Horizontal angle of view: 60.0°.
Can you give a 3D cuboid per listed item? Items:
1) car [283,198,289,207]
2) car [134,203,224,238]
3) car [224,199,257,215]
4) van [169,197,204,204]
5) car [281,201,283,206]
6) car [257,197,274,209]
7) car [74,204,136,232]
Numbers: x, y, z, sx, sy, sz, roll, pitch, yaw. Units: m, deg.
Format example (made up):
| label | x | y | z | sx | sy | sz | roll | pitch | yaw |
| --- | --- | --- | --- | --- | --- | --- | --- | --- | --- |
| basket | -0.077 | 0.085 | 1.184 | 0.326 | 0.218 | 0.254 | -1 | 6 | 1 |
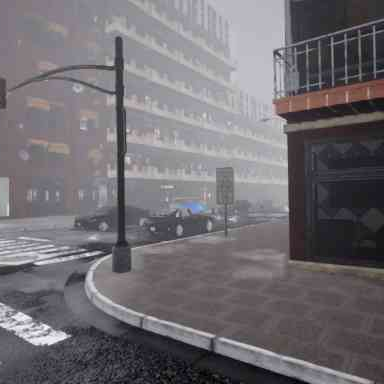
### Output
| label | x | y | z | sx | sy | sz | roll | pitch | yaw |
| --- | --- | --- | --- | --- | --- | --- | --- | --- | --- |
| car | 15.679 | 1.134 | 48.577 | 2.150 | 2.045 | 5.566 | -1 | -1 | 36 |
| car | -0.507 | 1.435 | 16.803 | 2.008 | 1.369 | 4.403 | -1 | -1 | 36 |
| car | 4.298 | 1.469 | 32.817 | 1.837 | 1.490 | 4.892 | -1 | -1 | 36 |
| van | -0.438 | 1.365 | 30.449 | 1.690 | 1.788 | 3.998 | -1 | -1 | 36 |
| car | 15.672 | 1.496 | 52.962 | 1.752 | 1.417 | 4.829 | -1 | -1 | 36 |
| car | 9.288 | 1.431 | 44.040 | 1.967 | 1.590 | 4.097 | -1 | -1 | 36 |
| car | -4.736 | 1.475 | 20.198 | 1.882 | 1.535 | 5.008 | -1 | 0 | 35 |
